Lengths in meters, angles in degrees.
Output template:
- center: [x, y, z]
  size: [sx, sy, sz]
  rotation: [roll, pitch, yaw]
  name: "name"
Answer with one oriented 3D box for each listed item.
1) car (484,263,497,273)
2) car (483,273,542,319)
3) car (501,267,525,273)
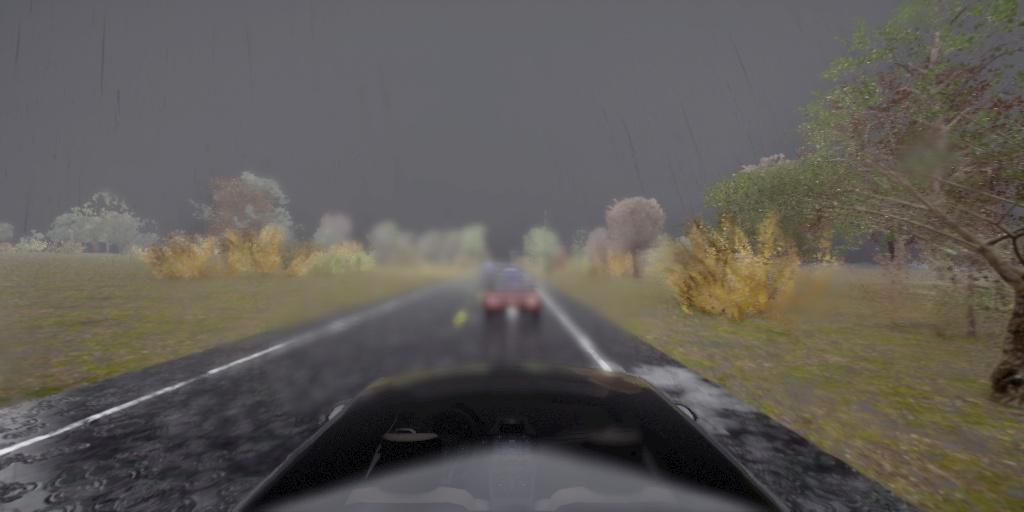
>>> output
- center: [-3.556, 1.928, 58.539]
  size: [1.882, 1.535, 5.008]
  rotation: [0, -1, 0]
  name: "car"
- center: [0.040, 1.492, 13.525]
  size: [1.895, 1.301, 4.718]
  rotation: [0, -1, 1]
  name: "car"
- center: [0.055, 1.614, 29.815]
  size: [1.812, 1.442, 4.674]
  rotation: [0, 0, 1]
  name: "car"
